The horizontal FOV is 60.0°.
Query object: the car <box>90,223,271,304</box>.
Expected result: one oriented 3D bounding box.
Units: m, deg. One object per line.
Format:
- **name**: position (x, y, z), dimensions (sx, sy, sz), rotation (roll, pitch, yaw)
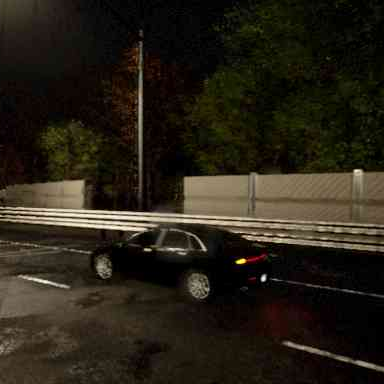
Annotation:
- **car**: position (-0.503, 1.558, 8.355), dimensions (4.892, 1.490, 1.837), rotation (0, -1, 34)
